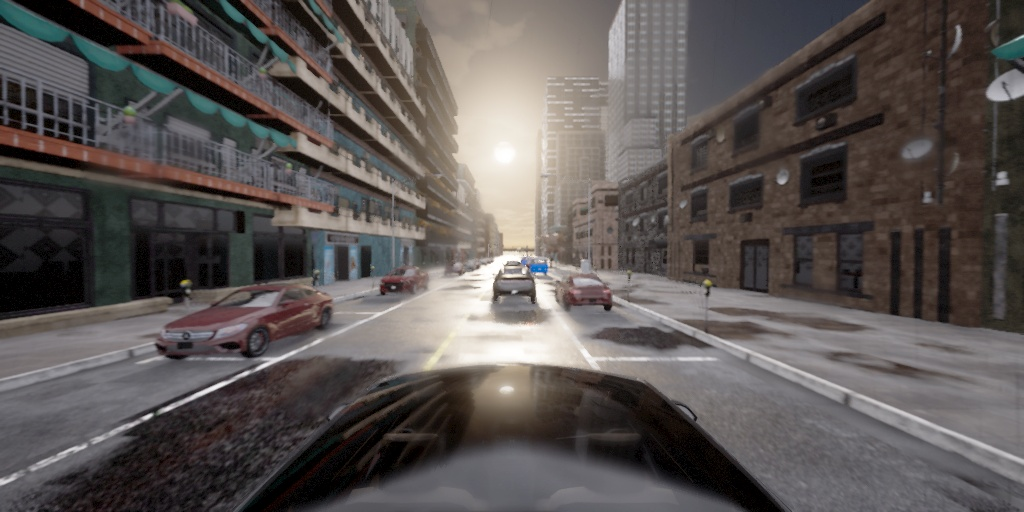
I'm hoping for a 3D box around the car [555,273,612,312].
[{"bbox_3d":[2.687,1.316,13.974,1.802,1.307,4.207,0,0,0],"label":"car"}]

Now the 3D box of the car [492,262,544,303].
[{"bbox_3d":[0.096,1.221,16.658,2.128,1.511,4.902,0,0,0],"label":"car"}]

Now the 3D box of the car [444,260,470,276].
[{"bbox_3d":[-5.698,1.281,36.249,1.802,1.307,4.207,0,0,0],"label":"car"}]

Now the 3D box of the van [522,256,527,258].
[{"bbox_3d":[2.679,0.999,58.615,1.690,1.789,3.998,0,0,0],"label":"van"}]

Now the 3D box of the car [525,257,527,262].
[{"bbox_3d":[2.681,1.225,47.455,1.888,1.381,4.507,0,0,0],"label":"car"}]

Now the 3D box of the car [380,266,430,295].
[{"bbox_3d":[-5.694,1.270,19.507,1.888,1.381,4.507,0,0,0],"label":"car"}]

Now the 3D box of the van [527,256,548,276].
[{"bbox_3d":[2.683,1.040,36.294,1.690,1.789,3.998,0,0,0],"label":"van"}]

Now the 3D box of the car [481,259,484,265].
[{"bbox_3d":[-5.701,1.109,52.991,1.967,1.591,4.097,0,0,0],"label":"car"}]

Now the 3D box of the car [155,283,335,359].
[{"bbox_3d":[-5.693,1.323,8.347,1.802,1.307,4.207,0,0,0],"label":"car"}]

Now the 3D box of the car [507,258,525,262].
[{"bbox_3d":[0.093,1.202,36.992,1.837,1.490,4.892,0,0,0],"label":"car"}]

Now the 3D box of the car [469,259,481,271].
[{"bbox_3d":[-5.700,1.230,47.411,2.007,1.370,4.403,0,0,0],"label":"car"}]
